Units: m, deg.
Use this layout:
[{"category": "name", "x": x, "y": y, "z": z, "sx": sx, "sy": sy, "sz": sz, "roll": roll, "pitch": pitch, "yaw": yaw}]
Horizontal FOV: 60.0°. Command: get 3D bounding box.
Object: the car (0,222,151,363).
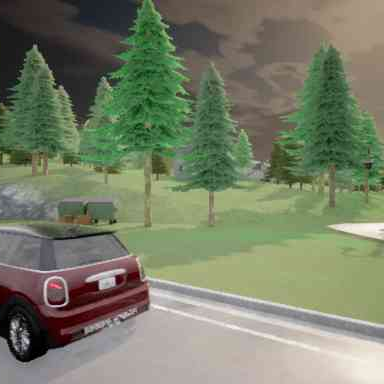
[{"category": "car", "x": -2.971, "y": 1.353, "z": 6.117, "sx": 4.553, "sy": 1.767, "sz": 2.097, "roll": 0, "pitch": 0, "yaw": 36}]
